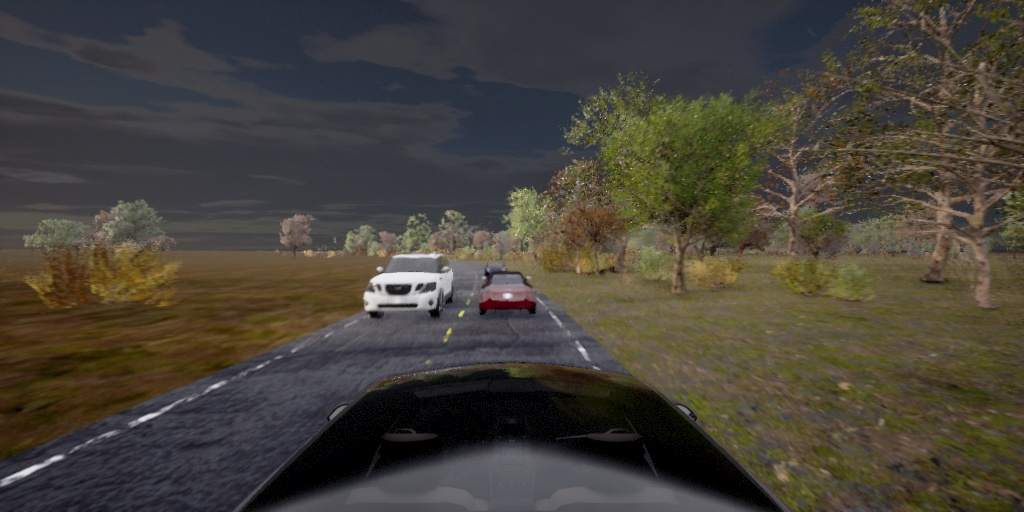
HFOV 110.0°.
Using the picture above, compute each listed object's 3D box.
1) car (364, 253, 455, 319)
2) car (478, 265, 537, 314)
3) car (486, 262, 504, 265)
[{"bbox_3d":[-3.368,0.905,12.907,2.150,2.045,5.566,0,0,-3],"label":"car"},{"bbox_3d":[-0.209,1.232,13.478,1.994,1.385,4.181,0,0,-2],"label":"car"},{"bbox_3d":[-1.497,1.150,31.195,1.895,1.301,4.718,0,0,-6],"label":"car"}]
